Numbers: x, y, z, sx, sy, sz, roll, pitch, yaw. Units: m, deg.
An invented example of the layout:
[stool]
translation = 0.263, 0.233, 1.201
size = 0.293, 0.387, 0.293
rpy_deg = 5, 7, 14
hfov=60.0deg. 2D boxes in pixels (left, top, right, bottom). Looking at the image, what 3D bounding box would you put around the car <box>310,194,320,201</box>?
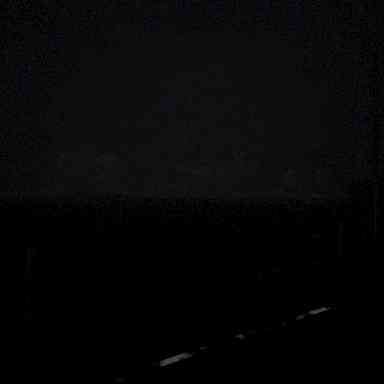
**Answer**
[car]
translation = 25.362, 1.068, 68.582
size = 1.882, 1.535, 5.008
rpy_deg = 0, 0, 21
